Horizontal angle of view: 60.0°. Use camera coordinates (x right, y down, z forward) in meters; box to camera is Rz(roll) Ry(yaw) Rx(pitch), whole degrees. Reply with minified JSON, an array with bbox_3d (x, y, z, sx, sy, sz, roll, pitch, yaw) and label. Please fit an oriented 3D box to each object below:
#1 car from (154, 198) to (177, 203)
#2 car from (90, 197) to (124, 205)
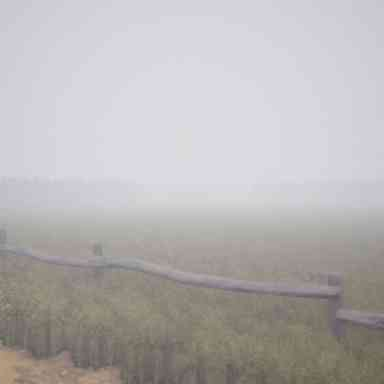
[{"bbox_3d":[-3.370,1.524,48.179,1.895,1.301,4.718,0,1,39],"label":"car"},{"bbox_3d":[-11.007,1.492,43.249,1.837,1.490,4.892,0,0,36],"label":"car"}]
